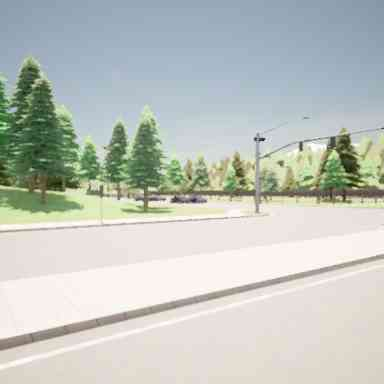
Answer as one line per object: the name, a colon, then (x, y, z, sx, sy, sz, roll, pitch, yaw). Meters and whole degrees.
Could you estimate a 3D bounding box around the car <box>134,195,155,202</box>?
car: (-10.917, 1.458, 73.681, 2.033, 1.411, 5.357, 0, 0, -35)

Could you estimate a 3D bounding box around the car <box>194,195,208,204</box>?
car: (1.028, 1.331, 62.567, 2.097, 1.767, 4.553, 0, 0, -34)

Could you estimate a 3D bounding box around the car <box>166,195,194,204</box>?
car: (-2.207, 1.486, 61.076, 1.837, 1.490, 4.892, 0, 0, -34)

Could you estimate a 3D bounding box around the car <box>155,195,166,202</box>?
car: (-7.755, 1.472, 75.265, 2.033, 1.411, 5.357, 0, 0, -35)
